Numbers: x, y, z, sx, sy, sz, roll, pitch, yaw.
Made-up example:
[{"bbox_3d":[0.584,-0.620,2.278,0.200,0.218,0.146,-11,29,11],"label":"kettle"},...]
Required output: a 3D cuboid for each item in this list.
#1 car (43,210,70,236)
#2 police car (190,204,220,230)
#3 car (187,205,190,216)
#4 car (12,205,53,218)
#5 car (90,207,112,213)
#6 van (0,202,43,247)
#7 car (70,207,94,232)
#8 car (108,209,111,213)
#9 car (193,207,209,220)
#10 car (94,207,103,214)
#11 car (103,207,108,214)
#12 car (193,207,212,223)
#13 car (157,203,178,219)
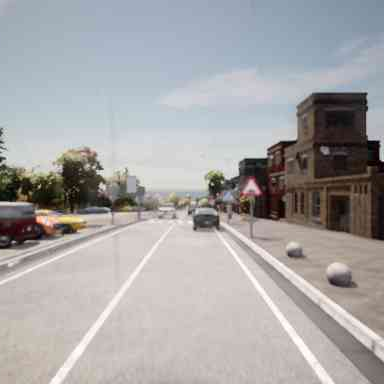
[{"bbox_3d":[-9.571,1.618,18.322,4.553,1.767,2.185,0,-2,0],"label":"car"},{"bbox_3d":[1.005,1.861,24.596,1.930,1.638,5.238,1,-1,0],"label":"police car"},{"bbox_3d":[0.116,3.564,61.038,1.837,1.490,4.892,0,-3,0],"label":"car"},{"bbox_3d":[-21.945,2.675,45.779,4.553,1.767,2.185,0,-3,0],"label":"car"},{"bbox_3d":[-21.765,4.402,79.769,4.674,1.452,2.002,0,-3,0],"label":"car"},{"bbox_3d":[-9.643,1.443,15.287,4.442,1.987,1.878,0,-1,0],"label":"van"},{"bbox_3d":[-9.369,1.824,21.236,5.366,1.575,1.946,0,-2,0],"label":"car"},{"bbox_3d":[-21.787,4.217,76.626,5.008,1.535,2.097,0,-3,0],"label":"car"},{"bbox_3d":[1.019,2.622,40.497,1.837,1.490,4.892,0,-3,0],"label":"car"},{"bbox_3d":[-21.807,3.957,70.082,4.674,1.452,2.002,0,-3,0],"label":"car"},{"bbox_3d":[-21.790,4.068,73.356,4.892,1.521,2.231,0,-3,0],"label":"car"},{"bbox_3d":[1.002,2.348,34.497,1.837,1.490,4.892,0,-3,0],"label":"car"},{"bbox_3d":[-3.283,2.513,44.273,2.150,2.045,5.566,0,-3,0],"label":"car"}]
